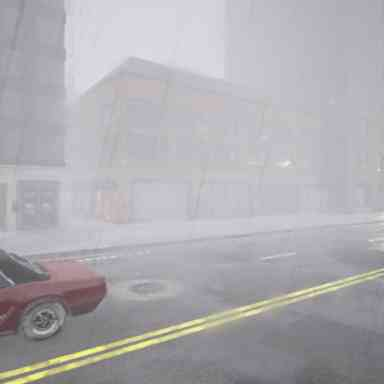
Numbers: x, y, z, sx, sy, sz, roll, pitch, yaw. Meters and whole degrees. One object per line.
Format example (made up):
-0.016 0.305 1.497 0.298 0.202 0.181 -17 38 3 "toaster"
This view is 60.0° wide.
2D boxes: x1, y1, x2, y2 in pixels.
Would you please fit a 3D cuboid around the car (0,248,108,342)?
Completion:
-3.828 1.600 4.929 4.718 1.301 1.895 0 0 -35 "car"
